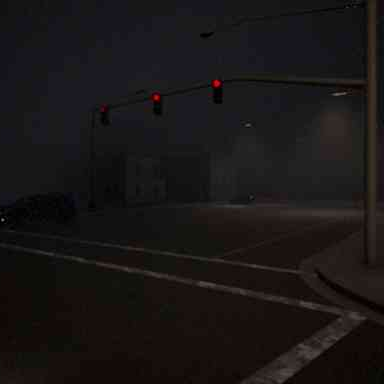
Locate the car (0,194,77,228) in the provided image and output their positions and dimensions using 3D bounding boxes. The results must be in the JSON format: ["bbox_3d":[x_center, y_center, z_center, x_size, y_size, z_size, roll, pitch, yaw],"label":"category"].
[{"bbox_3d":[-10.492,1.187,22.407,2.150,2.045,5.566,0,1,36],"label":"car"}]

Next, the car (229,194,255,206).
[{"bbox_3d":[6.968,1.036,45.855,1.837,1.490,4.892,0,1,37],"label":"car"}]
